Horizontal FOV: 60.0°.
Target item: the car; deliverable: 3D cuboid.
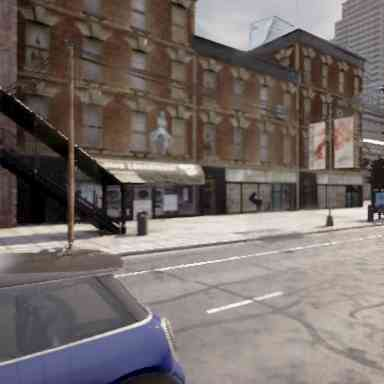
[{"bbox_3d":[-2.315,1.351,2.340,4.553,1.767,2.097,0,0,-36],"label":"car"}]
